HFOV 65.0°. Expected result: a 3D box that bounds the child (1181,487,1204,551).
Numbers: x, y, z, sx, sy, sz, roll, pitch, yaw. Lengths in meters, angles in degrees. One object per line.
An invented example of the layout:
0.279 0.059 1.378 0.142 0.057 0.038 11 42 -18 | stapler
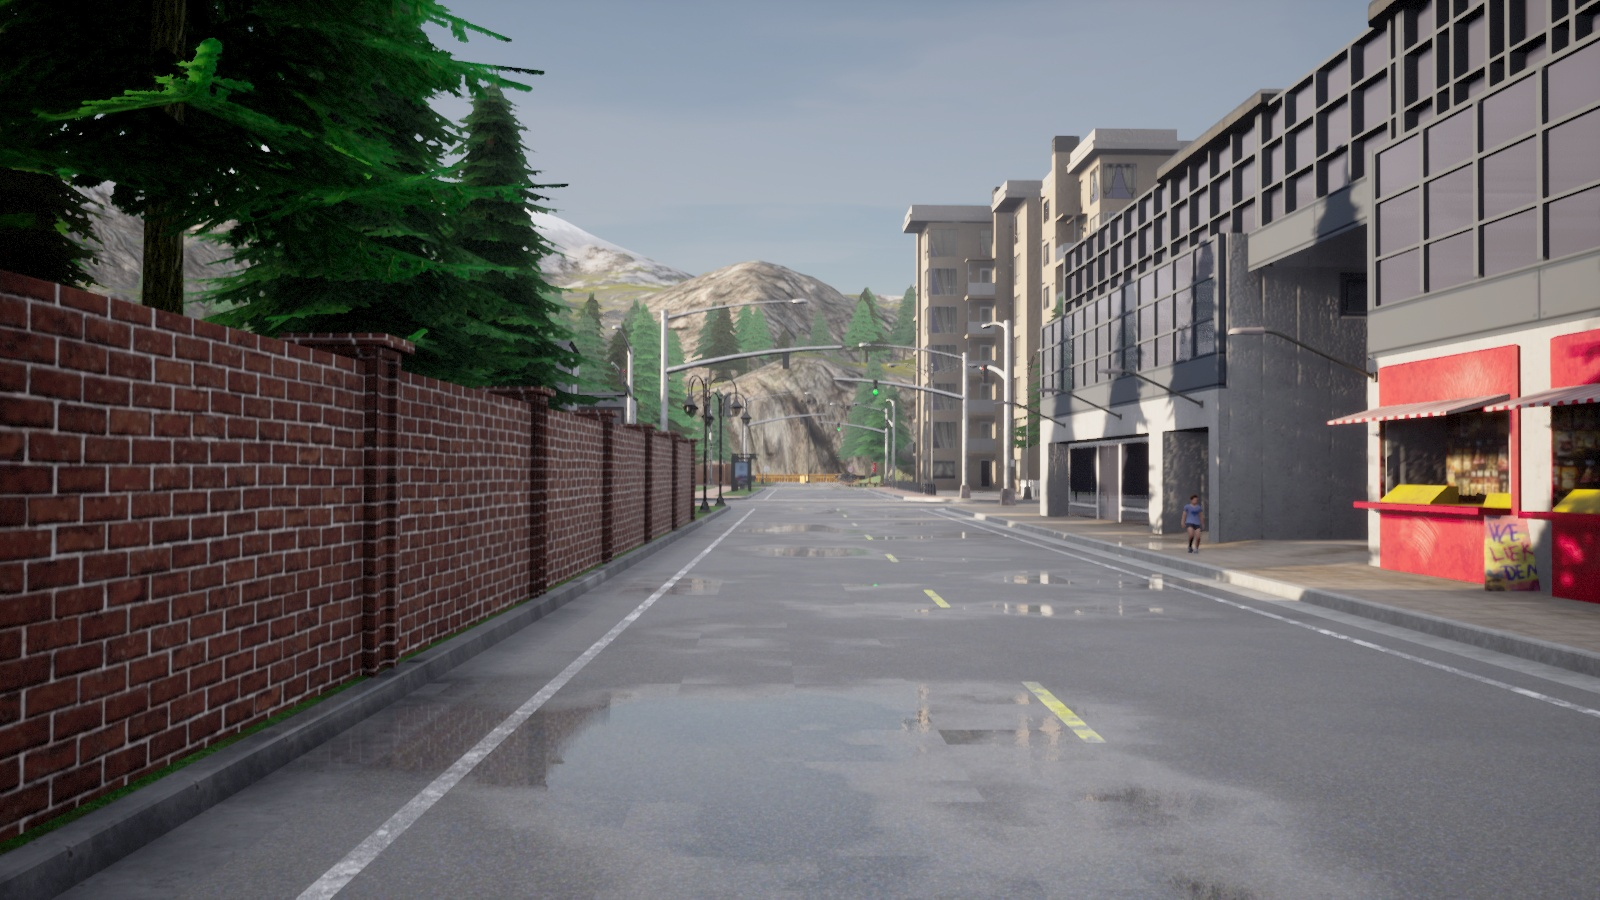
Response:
6.936 1.213 22.209 0.255 1.110 0.394 0 -1 -3 | child
